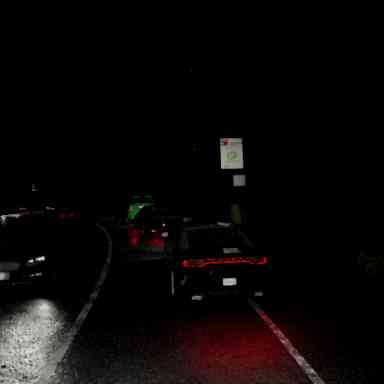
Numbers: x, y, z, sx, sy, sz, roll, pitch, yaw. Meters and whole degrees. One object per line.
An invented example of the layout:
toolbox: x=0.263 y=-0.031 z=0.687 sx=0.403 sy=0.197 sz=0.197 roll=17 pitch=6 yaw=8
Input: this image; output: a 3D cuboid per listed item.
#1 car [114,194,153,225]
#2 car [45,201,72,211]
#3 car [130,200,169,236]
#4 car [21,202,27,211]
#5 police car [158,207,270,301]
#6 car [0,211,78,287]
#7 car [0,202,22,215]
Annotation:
car: x=-4.260 y=1.213 z=24.490 sx=2.150 sy=2.045 sz=5.566 roll=-2 pitch=0 yaw=-23
car: x=-17.046 y=1.862 z=42.283 sx=4.902 sy=1.511 sz=2.128 roll=-2 pitch=2 yaw=45
car: x=-2.050 y=1.449 z=18.592 sx=1.882 sy=1.535 sz=5.008 roll=-2 pitch=0 yaw=-18
car: x=-27.554 y=2.352 z=51.565 sx=4.892 sy=1.490 sz=1.837 roll=-3 pitch=2 yaw=34
police car: x=0.296 y=1.403 z=8.525 sx=1.930 sy=1.638 sz=5.238 roll=-1 pitch=0 yaw=-8
car: x=-4.483 y=1.529 z=9.435 sx=2.128 sy=1.511 sz=4.902 roll=-1 pitch=0 yaw=-10
car: x=-25.948 y=2.396 z=45.923 sx=4.892 sy=1.490 sz=1.837 roll=-3 pitch=2 yaw=40
